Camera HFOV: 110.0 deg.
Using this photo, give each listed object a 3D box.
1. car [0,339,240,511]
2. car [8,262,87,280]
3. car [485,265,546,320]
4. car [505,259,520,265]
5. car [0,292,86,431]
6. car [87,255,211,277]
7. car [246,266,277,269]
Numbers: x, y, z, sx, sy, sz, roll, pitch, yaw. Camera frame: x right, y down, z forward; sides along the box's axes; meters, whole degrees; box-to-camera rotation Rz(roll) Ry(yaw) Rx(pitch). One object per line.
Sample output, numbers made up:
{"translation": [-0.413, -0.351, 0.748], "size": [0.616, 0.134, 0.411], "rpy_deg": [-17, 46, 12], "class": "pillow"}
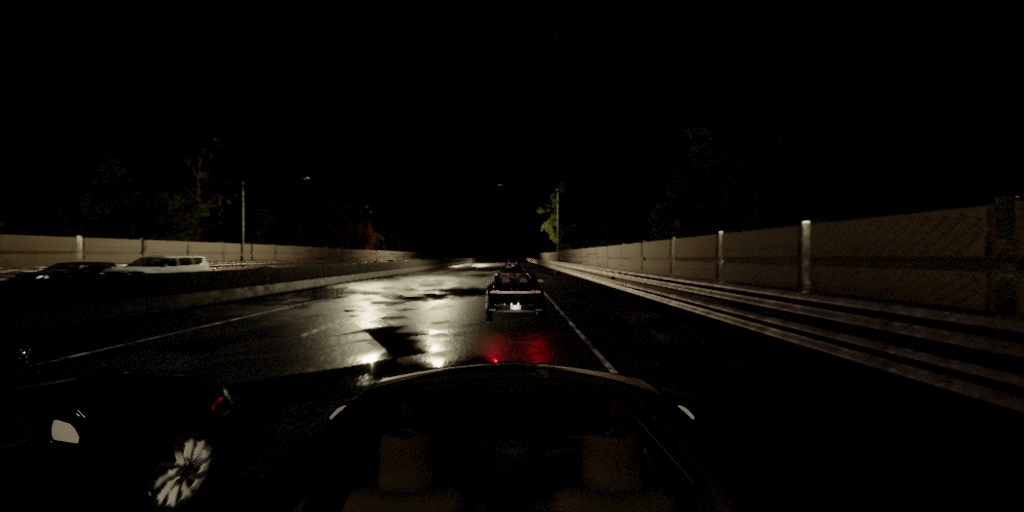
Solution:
{"translation": [-3.400, 1.255, 1.266], "size": [1.837, 1.490, 4.892], "rpy_deg": [0, 0, 0], "class": "car"}
{"translation": [-24.586, 1.107, 20.033], "size": [2.097, 1.767, 4.553], "rpy_deg": [0, 0, 0], "class": "car"}
{"translation": [0.101, 1.244, 12.569], "size": [2.128, 1.511, 4.902], "rpy_deg": [0, 0, 0], "class": "car"}
{"translation": [0.103, 1.190, 44.426], "size": [2.033, 1.649, 4.856], "rpy_deg": [0, 0, 0], "class": "car"}
{"translation": [-6.899, 1.242, 2.462], "size": [2.128, 1.511, 4.902], "rpy_deg": [0, 0, 0], "class": "car"}
{"translation": [-21.086, 0.975, 21.584], "size": [2.150, 2.045, 5.566], "rpy_deg": [0, 0, 0], "class": "car"}
{"translation": [-17.569, 1.357, 24.907], "size": [1.895, 1.301, 4.718], "rpy_deg": [0, 0, 0], "class": "car"}
